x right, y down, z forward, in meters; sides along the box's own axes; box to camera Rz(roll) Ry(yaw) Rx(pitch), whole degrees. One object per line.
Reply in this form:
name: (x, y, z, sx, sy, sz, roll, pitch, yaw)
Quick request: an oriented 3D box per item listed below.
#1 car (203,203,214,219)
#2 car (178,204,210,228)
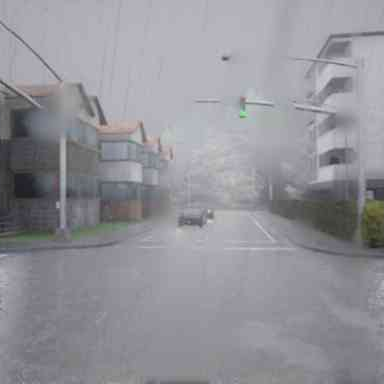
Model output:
car: (1.317, 2.068, 36.902, 2.097, 1.767, 4.553, 0, -1, 7)
car: (0.096, 2.015, 27.181, 1.882, 1.535, 5.008, 0, -1, 7)
